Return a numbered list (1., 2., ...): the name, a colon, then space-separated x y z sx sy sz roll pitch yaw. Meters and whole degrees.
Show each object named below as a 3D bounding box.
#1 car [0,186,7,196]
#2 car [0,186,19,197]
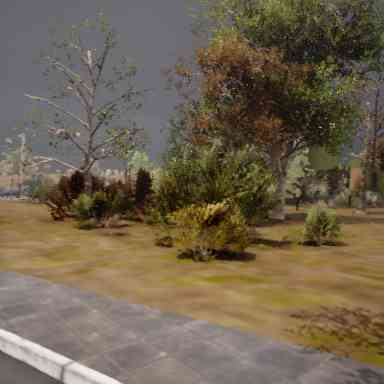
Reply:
1. car: -38.509 -0.310 63.650 2.150 2.045 5.566 3 -1 11
2. car: -35.091 0.154 62.992 1.837 1.490 4.892 3 -1 11
